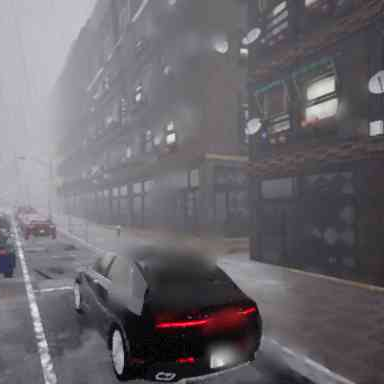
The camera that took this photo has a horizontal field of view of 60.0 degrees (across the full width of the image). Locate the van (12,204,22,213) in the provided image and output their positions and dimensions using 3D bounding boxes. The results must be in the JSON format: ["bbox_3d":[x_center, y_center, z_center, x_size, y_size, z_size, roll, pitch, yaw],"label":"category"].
[{"bbox_3d":[-39.134,3.669,74.323,1.690,1.788,3.998,3,-3,-29],"label":"van"}]

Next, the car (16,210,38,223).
[{"bbox_3d":[-12.378,2.338,25.928,1.887,1.381,4.507,3,-3,-29],"label":"car"}]

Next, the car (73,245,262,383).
[{"bbox_3d":[-0.832,1.718,5.924,1.837,1.490,4.892,2,-2,-29],"label":"car"}]

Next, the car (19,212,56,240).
[{"bbox_3d":[-9.706,2.193,21.089,1.887,1.381,4.507,3,-3,-29],"label":"car"}]

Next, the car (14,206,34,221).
[{"bbox_3d":[-15.041,2.380,30.778,1.967,1.590,4.097,3,-3,-29],"label":"car"}]

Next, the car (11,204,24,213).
[{"bbox_3d":[-36.459,3.481,69.484,2.192,1.841,5.009,3,-3,-29],"label":"car"}]

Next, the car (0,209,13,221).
[{"bbox_3d":[-15.097,2.275,25.719,1.812,1.442,4.674,2,-2,-29],"label":"car"}]

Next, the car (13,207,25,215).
[{"bbox_3d":[-31.121,3.429,59.792,1.802,1.307,4.206,3,-3,-29],"label":"car"}]

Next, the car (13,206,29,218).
[{"bbox_3d":[-25.770,2.977,50.118,1.967,1.590,4.097,3,-3,-29],"label":"car"}]

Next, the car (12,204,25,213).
[{"bbox_3d":[-20.419,2.549,40.444,2.192,1.841,5.009,3,-3,-29],"label":"car"}]

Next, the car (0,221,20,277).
[{"bbox_3d":[-6.896,1.873,10.863,1.994,1.385,4.181,2,-2,-29],"label":"car"}]
